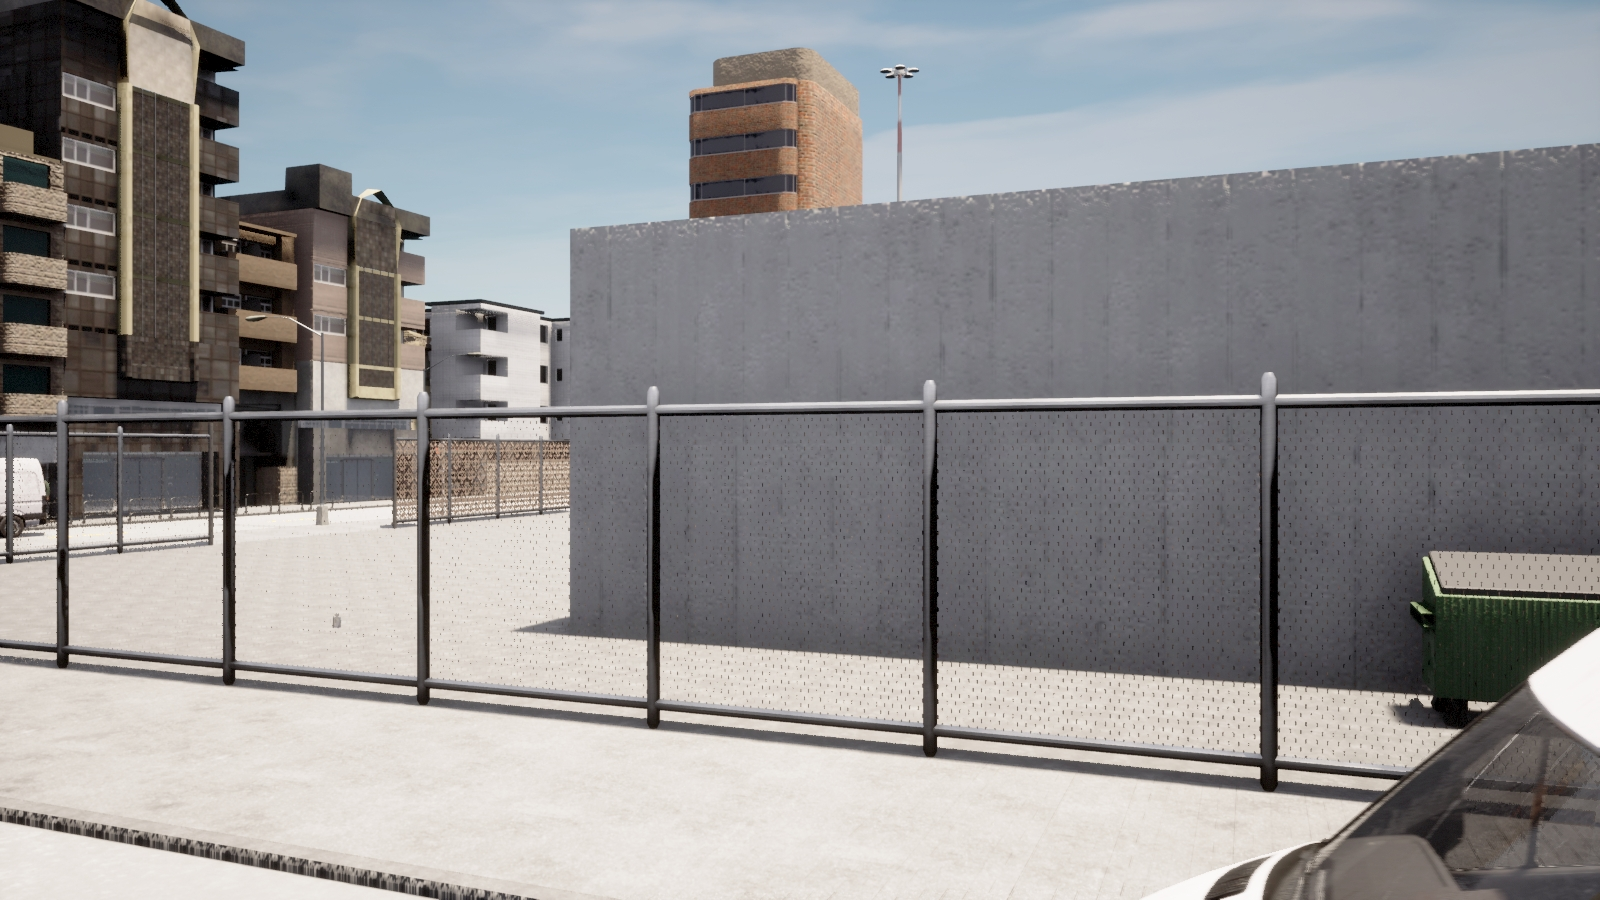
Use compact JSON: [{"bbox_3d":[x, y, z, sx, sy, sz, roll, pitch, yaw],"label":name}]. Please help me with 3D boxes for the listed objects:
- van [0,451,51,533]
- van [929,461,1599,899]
[{"bbox_3d":[-26.517,1.314,35.024,1.988,2.561,5.915,0,0,21],"label":"van"},{"bbox_3d":[3.444,1.313,2.682,5.915,2.561,1.988,0,0,22],"label":"van"}]
